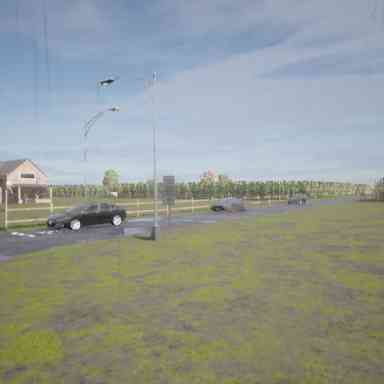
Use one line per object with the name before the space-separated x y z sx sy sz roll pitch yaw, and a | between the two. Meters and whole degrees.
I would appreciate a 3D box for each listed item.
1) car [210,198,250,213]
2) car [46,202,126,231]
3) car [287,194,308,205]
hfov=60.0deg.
car | 3.958 1.275 33.426 2.033 1.411 5.357 0 0 37
car | -6.163 1.381 19.889 1.837 1.490 4.892 0 1 38
car | 15.614 1.090 48.954 1.837 1.490 4.892 0 0 37
